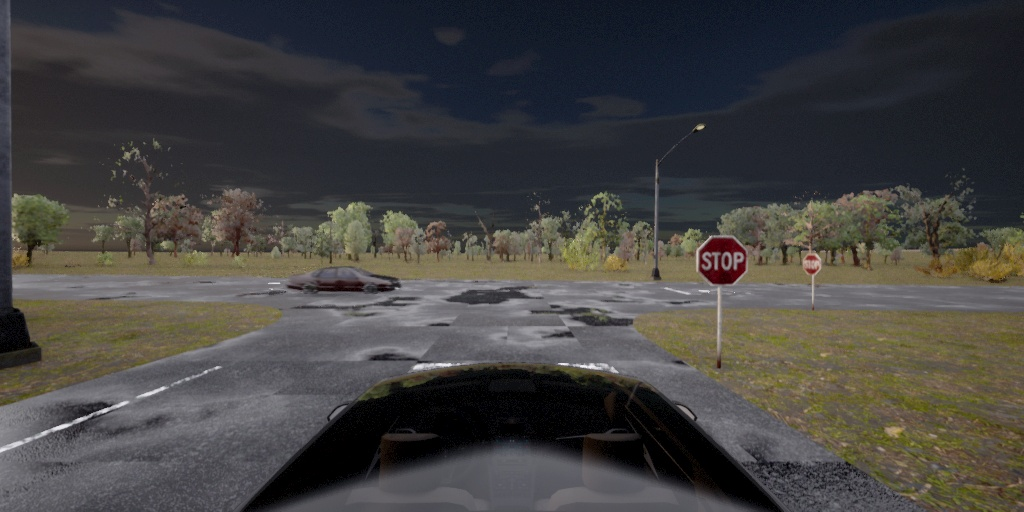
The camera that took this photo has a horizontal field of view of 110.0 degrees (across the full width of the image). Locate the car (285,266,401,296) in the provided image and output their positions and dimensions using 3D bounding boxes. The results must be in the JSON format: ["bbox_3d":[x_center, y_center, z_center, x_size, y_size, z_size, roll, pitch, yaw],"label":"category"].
[{"bbox_3d":[-8.608,1.252,18.519,5.357,1.411,2.033,1,1,0],"label":"car"}]
